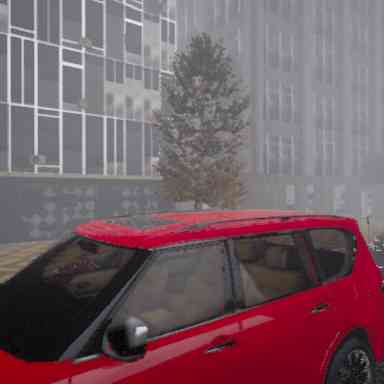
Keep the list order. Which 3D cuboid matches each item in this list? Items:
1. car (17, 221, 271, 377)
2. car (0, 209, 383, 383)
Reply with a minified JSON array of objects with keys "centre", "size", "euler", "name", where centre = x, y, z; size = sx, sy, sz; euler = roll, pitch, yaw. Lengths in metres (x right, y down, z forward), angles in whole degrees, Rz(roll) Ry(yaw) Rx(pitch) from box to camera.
[{"centre":[-0.721,1.470,6.027],"size":[4.097,1.590,1.967],"euler":[1,-1,-35],"name":"car"},{"centre":[-0.315,1.237,3.135],"size":[5.566,2.045,2.150],"euler":[1,0,-35],"name":"car"}]
